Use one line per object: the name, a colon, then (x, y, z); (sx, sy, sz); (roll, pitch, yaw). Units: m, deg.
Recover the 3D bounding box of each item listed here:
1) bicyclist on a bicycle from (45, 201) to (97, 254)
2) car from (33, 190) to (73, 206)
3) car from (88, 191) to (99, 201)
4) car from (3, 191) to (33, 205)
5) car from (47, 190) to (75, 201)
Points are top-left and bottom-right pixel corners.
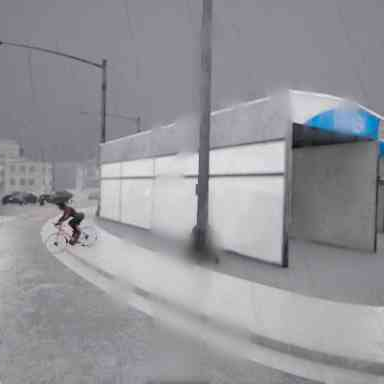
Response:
bicyclist on a bicycle: (-3.919, 1.097, 10.678); (1.656, 1.620, 0.582); (-10, 7, -32)
car: (-14.083, 0.643, 34.457); (1.837, 1.490, 4.892); (1, 1, 1)
car: (-12.797, 0.522, 47.416); (1.994, 1.385, 4.181); (2, 1, 25)
car: (-17.578, 0.620, 34.396); (1.994, 1.385, 4.181); (1, 1, 2)
car: (-17.589, 0.431, 45.025); (2.033, 1.411, 5.357); (1, 1, -5)
